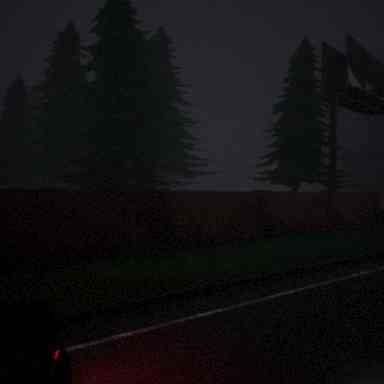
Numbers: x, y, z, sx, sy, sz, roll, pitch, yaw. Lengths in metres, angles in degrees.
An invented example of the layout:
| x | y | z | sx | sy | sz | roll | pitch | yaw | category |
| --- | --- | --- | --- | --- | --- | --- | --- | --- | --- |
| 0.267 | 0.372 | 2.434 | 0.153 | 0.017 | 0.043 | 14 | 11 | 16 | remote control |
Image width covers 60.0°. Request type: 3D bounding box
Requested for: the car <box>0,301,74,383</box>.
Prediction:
| x | y | z | sx | sy | sz | roll | pitch | yaw | category |
| --- | --- | --- | --- | --- | --- | --- | --- | --- | --- |
| -3.183 | 1.479 | 1.712 | 4.902 | 1.511 | 2.128 | 1 | 0 | -35 | car |
